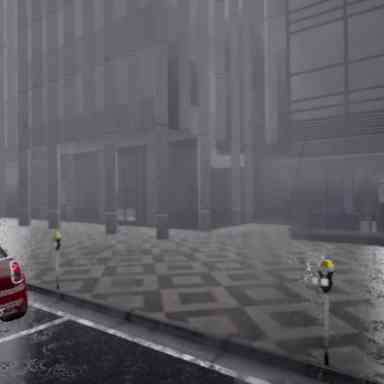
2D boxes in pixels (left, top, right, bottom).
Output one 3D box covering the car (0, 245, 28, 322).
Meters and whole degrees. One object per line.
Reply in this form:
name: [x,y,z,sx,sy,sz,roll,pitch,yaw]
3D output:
car: [-5.088,1.441,6.196,4.553,1.767,2.097,-1,0,36]
